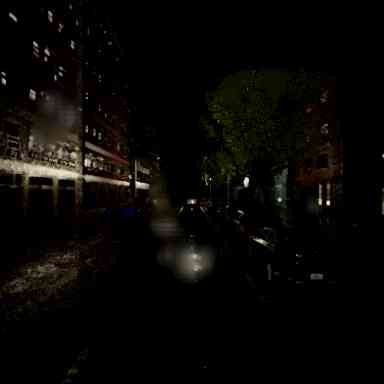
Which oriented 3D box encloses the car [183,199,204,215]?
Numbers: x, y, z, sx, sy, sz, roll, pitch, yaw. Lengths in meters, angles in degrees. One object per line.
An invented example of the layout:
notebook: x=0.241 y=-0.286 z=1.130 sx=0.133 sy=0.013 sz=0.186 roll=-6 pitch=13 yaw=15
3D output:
car: x=-0.008 y=1.751 z=36.612 sx=1.994 sy=1.385 sz=4.181 roll=0 pitch=0 yaw=0

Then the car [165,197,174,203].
car: x=-5.716 y=2.047 z=83.412 sx=1.947 sy=1.339 sz=4.313 roll=0 pitch=0 yaw=0

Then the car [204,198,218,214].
car: x=2.679 y=1.745 z=37.840 sx=2.008 sy=1.369 sz=4.403 roll=0 pitch=0 yaw=0

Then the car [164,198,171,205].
car: x=-5.711 y=1.892 z=66.153 sx=1.752 sy=1.417 sz=4.829 roll=0 pitch=0 yaw=0

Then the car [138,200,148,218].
car: x=-5.700 y=1.744 z=32.143 sx=1.802 sy=1.307 sz=4.206 roll=0 pitch=0 yaw=0

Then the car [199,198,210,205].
car: x=2.668 y=1.955 z=72.021 sx=2.008 sy=1.369 sz=4.403 roll=0 pitch=0 yaw=0

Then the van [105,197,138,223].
van: x=-5.699 y=1.472 z=26.447 sx=1.690 sy=1.788 sz=3.998 roll=0 pitch=0 yaw=0

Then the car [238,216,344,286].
car: x=2.687 y=1.597 z=9.357 sx=2.008 sy=1.369 sz=4.403 roll=0 pitch=0 yaw=0

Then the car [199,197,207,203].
car: x=2.665 y=2.026 z=83.412 sx=1.887 sy=1.381 sz=4.507 roll=0 pitch=0 yaw=0

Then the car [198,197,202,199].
car: x=0.002 y=1.745 z=47.797 sx=2.128 sy=1.511 sz=4.902 roll=0 pitch=0 yaw=0

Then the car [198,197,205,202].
car: x=2.661 y=2.145 z=94.805 sx=1.802 sy=1.307 sz=4.206 roll=0 pitch=0 yaw=0

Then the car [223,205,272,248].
car: x=2.686 y=1.514 z=15.054 sx=1.967 sy=1.590 sz=4.097 roll=0 pitch=0 yaw=0

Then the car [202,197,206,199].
car: x=2.677 y=1.667 z=43.538 sx=1.967 sy=1.590 sz=4.097 roll=0 pitch=0 yaw=0

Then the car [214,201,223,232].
car: x=2.684 y=1.543 z=20.750 sx=1.967 sy=1.590 sz=4.097 roll=0 pitch=0 yaw=0

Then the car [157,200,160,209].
car: x=-5.704 y=1.792 z=43.537 sx=1.947 sy=1.339 sz=4.313 roll=0 pitch=0 yaw=0

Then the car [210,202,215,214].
car: x=2.682 y=1.714 z=26.447 sx=1.802 sy=1.307 sz=4.206 roll=0 pitch=0 yaw=0

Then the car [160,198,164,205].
car: x=-5.705 y=1.812 z=49.233 sx=2.008 sy=1.369 sz=4.403 roll=0 pitch=0 yaw=0

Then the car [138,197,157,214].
car: x=-5.702 y=1.508 z=37.841 sx=2.192 sy=1.841 sz=5.009 roll=0 pitch=0 yaw=0

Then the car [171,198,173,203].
car: x=-5.712 y=1.949 z=72.020 sx=1.887 sy=1.381 sz=4.507 roll=0 pitch=0 yaw=0
